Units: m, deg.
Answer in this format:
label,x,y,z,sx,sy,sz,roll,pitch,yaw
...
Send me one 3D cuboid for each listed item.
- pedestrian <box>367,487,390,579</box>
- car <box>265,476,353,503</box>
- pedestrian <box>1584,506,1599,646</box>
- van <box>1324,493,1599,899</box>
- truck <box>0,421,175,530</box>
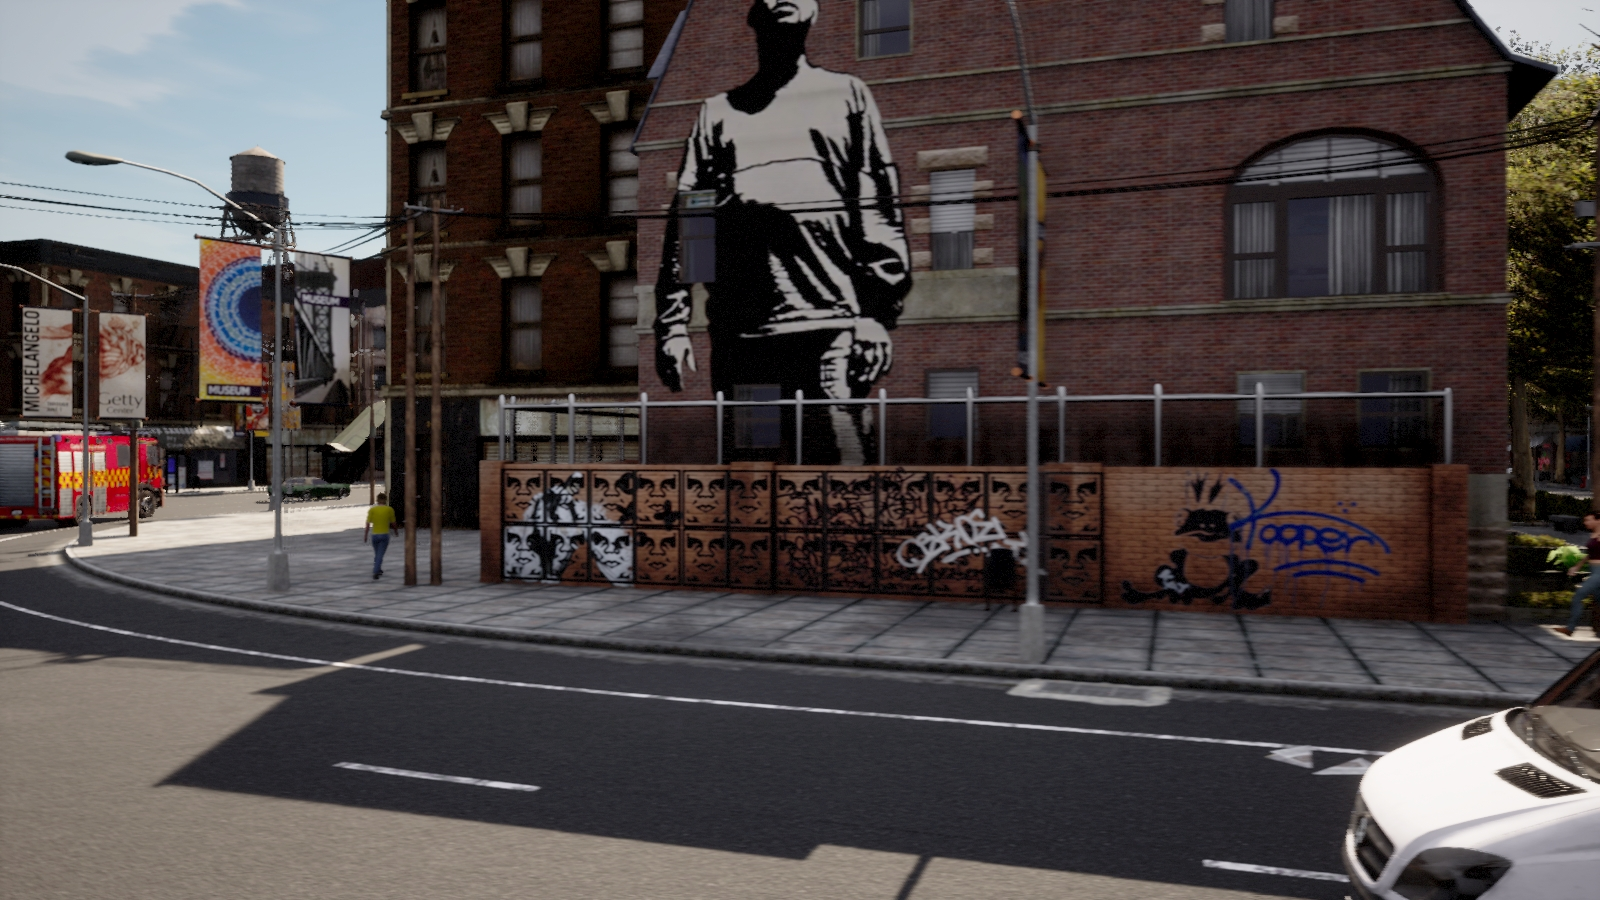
label,x,y,z,sx,sy,sz,roll,pitch,yaw
pedestrian,-8.698,1.703,23.573,0.375,1.860,0.375,0,0,-9
car,-27.365,2.174,63.884,1.895,1.301,4.718,0,0,18
pedestrian,10.925,1.703,15.515,0.375,1.860,0.375,0,0,20
van,5.616,1.537,4.948,5.915,2.561,1.988,0,0,19
truck,-27.864,0.902,44.683,2.891,3.827,8.468,0,0,-6
